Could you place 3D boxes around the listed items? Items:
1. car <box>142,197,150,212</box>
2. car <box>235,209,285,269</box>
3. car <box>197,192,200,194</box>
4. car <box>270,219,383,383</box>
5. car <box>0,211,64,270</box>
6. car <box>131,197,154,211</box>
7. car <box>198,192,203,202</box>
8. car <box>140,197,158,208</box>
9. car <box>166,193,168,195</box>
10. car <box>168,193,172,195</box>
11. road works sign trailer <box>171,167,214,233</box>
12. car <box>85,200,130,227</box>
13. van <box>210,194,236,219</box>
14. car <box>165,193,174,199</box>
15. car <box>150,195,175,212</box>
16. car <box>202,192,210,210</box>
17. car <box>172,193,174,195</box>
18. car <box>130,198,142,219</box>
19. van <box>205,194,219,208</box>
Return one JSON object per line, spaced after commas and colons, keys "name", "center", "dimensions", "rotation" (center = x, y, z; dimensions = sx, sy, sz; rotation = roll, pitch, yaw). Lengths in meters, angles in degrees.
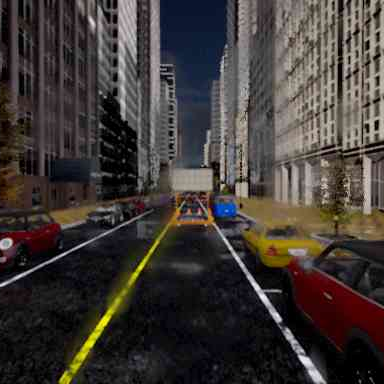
{"name": "car", "center": [-5.704, 1.384, 33.312], "dimensions": [1.887, 1.381, 4.507], "rotation": [-1, 0, 0]}
{"name": "car", "center": [2.680, 1.473, 10.749], "dimensions": [1.752, 1.417, 4.829], "rotation": [-1, 0, 0]}
{"name": "car", "center": [2.664, 0.879, 90.148], "dimensions": [2.192, 1.841, 5.009], "rotation": [-1, 0, 0]}
{"name": "car", "center": [2.680, 1.416, 4.895], "dimensions": [1.967, 1.590, 4.097], "rotation": [-1, 0, 0]}
{"name": "car", "center": [-5.701, 1.389, 10.578], "dimensions": [1.967, 1.590, 4.097], "rotation": [-1, 0, 0]}
{"name": "car", "center": [-5.706, 1.363, 38.996], "dimensions": [2.008, 1.369, 4.403], "rotation": [-1, 0, 0]}
{"name": "car", "center": [2.670, 1.226, 67.415], "dimensions": [2.008, 1.369, 4.403], "rotation": [-1, 0, 0]}
{"name": "car", "center": [-5.706, 1.367, 44.679], "dimensions": [1.802, 1.307, 4.206], "rotation": [-1, 0, 0]}
{"name": "car", "center": [-5.709, 1.281, 56.047], "dimensions": [2.008, 1.369, 4.403], "rotation": [-1, 0, 0]}
{"name": "car", "center": [-5.710, 1.226, 67.413], "dimensions": [2.008, 1.369, 4.403], "rotation": [-1, 0, 0]}
{"name": "road works sign trailer", "center": [0.025, 0.372, 18.999], "dimensions": [2.380, 3.560, 2.880], "rotation": [0, 0, 1]}
{"name": "car", "center": [-5.702, 1.445, 21.945], "dimensions": [2.008, 1.369, 4.403], "rotation": [-1, 0, 0]}
{"name": "van", "center": [2.675, 1.208, 27.629], "dimensions": [1.690, 1.788, 3.998], "rotation": [-1, 0, 0]}
{"name": "car", "center": [-5.715, 1.032, 84.463], "dimensions": [1.967, 1.590, 4.097], "rotation": [-1, 0, 0]}
{"name": "car", "center": [-3.107, 1.370, 36.852], "dimensions": [2.033, 1.411, 5.357], "rotation": [0, 0, 0]}
{"name": "car", "center": [2.673, 1.127, 38.996], "dimensions": [2.192, 1.841, 5.009], "rotation": [-1, 0, 0]}
{"name": "car", "center": [-5.712, 1.202, 78.781], "dimensions": [1.802, 1.307, 4.206], "rotation": [-1, 0, 0]}
{"name": "car", "center": [-5.703, 1.433, 27.629], "dimensions": [1.947, 1.339, 4.313], "rotation": [-1, 0, 0]}
{"name": "van", "center": [2.672, 1.126, 44.680], "dimensions": [1.690, 1.788, 3.998], "rotation": [-1, 0, 0]}
